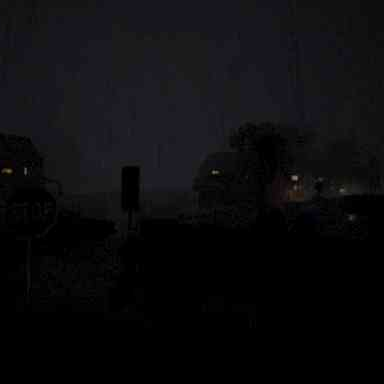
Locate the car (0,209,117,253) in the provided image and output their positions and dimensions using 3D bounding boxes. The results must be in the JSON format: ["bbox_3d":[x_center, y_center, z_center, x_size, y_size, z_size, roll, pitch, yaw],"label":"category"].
[{"bbox_3d":[-5.592,1.410,13.344,2.033,1.411,5.357,2,2,35],"label":"car"}]
